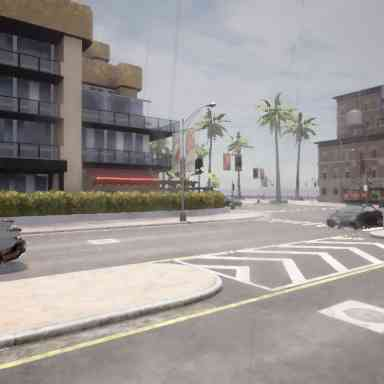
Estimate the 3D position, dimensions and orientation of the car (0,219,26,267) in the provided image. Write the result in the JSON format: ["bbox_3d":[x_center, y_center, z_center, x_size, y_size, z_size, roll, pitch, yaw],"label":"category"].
[{"bbox_3d":[-7.101,1.492,8.759,4.902,1.511,2.128,0,0,-36],"label":"car"}]

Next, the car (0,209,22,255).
[{"bbox_3d":[-8.913,1.492,11.763,4.902,1.511,2.128,0,0,-35],"label":"car"}]

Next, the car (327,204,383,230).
[{"bbox_3d":[10.526,1.525,21.280,4.674,1.442,1.812,0,0,-38],"label":"car"}]

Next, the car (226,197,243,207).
[{"bbox_3d":[5.755,1.505,51.583,1.837,1.490,4.892,0,0,-35],"label":"car"}]
